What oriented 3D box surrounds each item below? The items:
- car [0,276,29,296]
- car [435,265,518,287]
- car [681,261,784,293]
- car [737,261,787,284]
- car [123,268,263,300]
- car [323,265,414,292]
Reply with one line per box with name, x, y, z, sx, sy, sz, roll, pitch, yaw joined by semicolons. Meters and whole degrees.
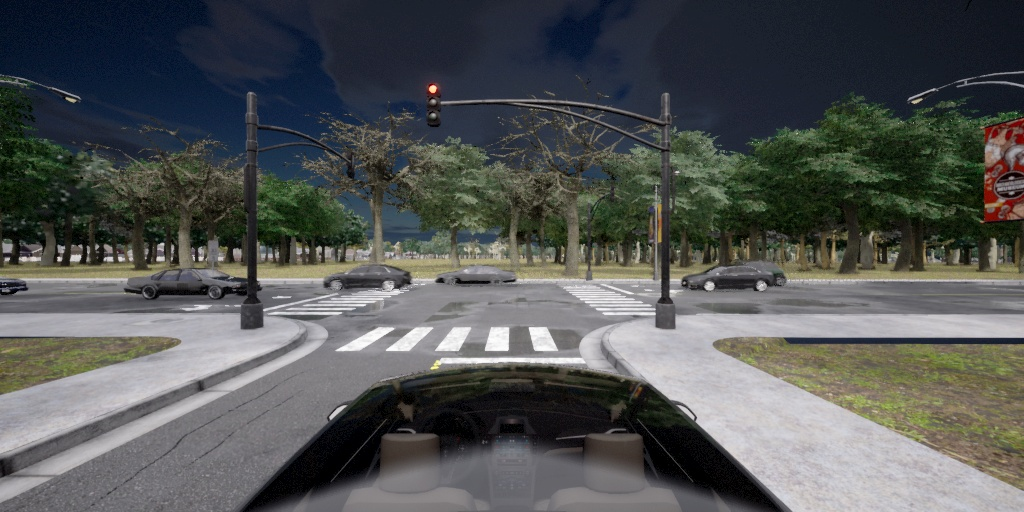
car;-26.761;1.271;17.100;5.357;1.411;2.033;0;0;0
car;-2.304;1.288;23.822;5.357;1.411;2.033;0;0;0
car;12.310;1.264;20.587;4.892;1.490;1.837;-1;0;0
car;15.412;1.117;23.837;4.553;1.767;2.097;0;0;0
car;-15.099;1.281;17.111;5.357;1.411;2.033;0;0;0
car;-8.177;1.241;20.568;4.892;1.490;1.837;0;0;0
